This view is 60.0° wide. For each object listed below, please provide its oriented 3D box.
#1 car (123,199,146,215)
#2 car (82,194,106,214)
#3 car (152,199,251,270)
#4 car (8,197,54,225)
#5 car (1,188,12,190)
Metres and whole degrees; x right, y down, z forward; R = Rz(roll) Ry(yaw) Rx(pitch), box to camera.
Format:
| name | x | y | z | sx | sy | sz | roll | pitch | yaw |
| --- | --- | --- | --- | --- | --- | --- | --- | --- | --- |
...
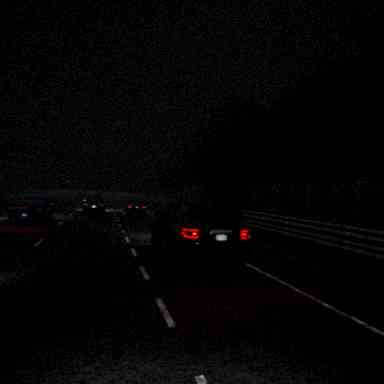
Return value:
| name | x | y | z | sx | sy | sz | roll | pitch | yaw |
| --- | --- | --- | --- | --- | --- | --- | --- | --- | --- |
| car | -5.468 | 1.331 | 31.443 | 2.033 | 1.411 | 5.357 | 3 | 0 | -15 |
| car | -8.793 | 1.181 | 29.968 | 1.994 | 1.385 | 4.181 | 3 | 0 | -15 |
| car | 0.060 | 1.262 | 11.345 | 2.150 | 2.045 | 5.566 | 3 | 0 | -15 |
| car | -9.648 | 1.048 | 20.257 | 1.882 | 1.535 | 5.008 | 3 | 0 | -15 |
| car | -36.709 | -0.059 | 65.648 | 1.882 | 1.535 | 5.008 | 3 | -1 | -15 |
